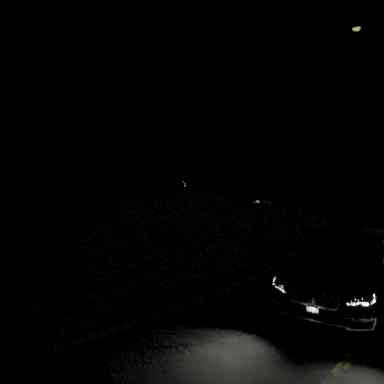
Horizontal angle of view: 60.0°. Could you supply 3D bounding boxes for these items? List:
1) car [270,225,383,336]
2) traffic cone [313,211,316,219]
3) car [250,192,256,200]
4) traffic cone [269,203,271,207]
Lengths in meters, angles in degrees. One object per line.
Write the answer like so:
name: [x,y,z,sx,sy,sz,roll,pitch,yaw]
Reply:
car: [3.284,1.518,6.946,1.837,1.490,4.892,1,1,37]
traffic cone: [9.190,1.751,24.981,0.340,0.580,0.340,0,1,10]
car: [10.081,0.700,59.440,2.128,1.511,4.902,0,1,-5]
traffic cone: [9.253,1.532,39.317,0.340,0.580,0.340,0,1,-4]
